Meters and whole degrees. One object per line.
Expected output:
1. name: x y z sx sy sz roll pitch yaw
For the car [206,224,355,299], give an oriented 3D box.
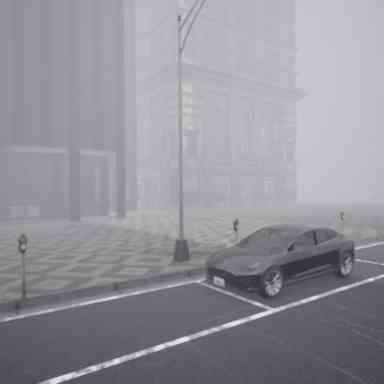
1. car: 2.349 1.505 8.310 4.313 1.339 1.947 -1 0 -35
